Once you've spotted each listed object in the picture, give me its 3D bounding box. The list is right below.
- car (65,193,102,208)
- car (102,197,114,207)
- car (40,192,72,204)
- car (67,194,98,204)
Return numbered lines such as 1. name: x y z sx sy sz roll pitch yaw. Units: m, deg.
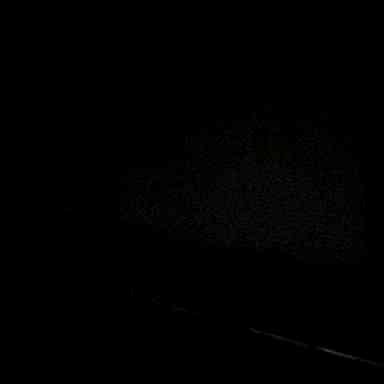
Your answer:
1. car: -13.697 1.146 41.712 1.882 1.535 5.008 0 0 13
2. car: -9.847 1.291 42.874 1.895 1.301 4.718 1 0 15
3. car: -21.503 0.899 52.836 2.097 1.767 4.553 1 0 20
4. car: -17.558 1.063 53.585 2.128 1.511 4.902 1 0 21
